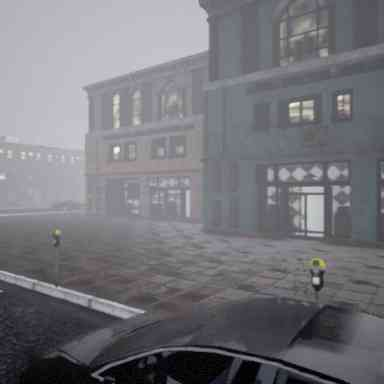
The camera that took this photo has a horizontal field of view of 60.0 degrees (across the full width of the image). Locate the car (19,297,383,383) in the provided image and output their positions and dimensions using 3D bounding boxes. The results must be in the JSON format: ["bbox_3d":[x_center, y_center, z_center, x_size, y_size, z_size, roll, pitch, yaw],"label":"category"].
[{"bbox_3d":[0.445,1.566,2.556,4.313,1.339,1.947,0,0,35],"label":"car"}]

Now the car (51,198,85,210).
[{"bbox_3d":[-15.776,1.681,42.935,1.887,1.381,4.507,0,0,35],"label":"car"}]

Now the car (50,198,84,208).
[{"bbox_3d":[-19.599,1.688,52.162,1.752,1.417,4.829,0,0,35],"label":"car"}]
